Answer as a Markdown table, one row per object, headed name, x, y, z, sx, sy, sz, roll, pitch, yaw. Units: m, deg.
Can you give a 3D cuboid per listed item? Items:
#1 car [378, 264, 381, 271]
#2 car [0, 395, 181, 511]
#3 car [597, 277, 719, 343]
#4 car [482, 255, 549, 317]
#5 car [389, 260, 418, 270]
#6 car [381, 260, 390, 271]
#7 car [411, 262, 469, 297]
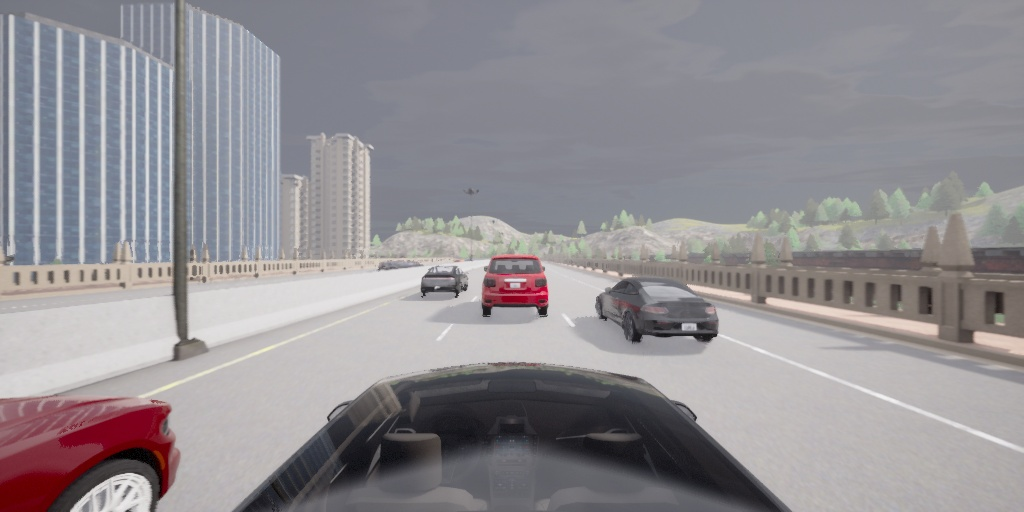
| name | x | y | z | sx | sy | sz | roll | pitch | yaw |
| --- | --- | --- | --- | --- | --- | --- | --- | --- | --- |
| car | -17.233 | 1.317 | 50.409 | 1.994 | 1.385 | 4.181 | 0 | 0 | 2 |
| car | -3.400 | 1.228 | 0.577 | 1.882 | 1.535 | 5.008 | 0 | 0 | 0 |
| car | 3.600 | 1.276 | 9.580 | 1.812 | 1.442 | 4.674 | 0 | 0 | 0 |
| car | 0.099 | 0.972 | 13.403 | 2.150 | 2.045 | 5.566 | 0 | 0 | 0 |
| car | -10.543 | 1.299 | 37.169 | 2.033 | 1.411 | 5.357 | 0 | 0 | 1 |
| car | -13.912 | 1.317 | 43.920 | 1.994 | 1.385 | 4.181 | 0 | 0 | 2 |
| car | -3.401 | 1.243 | 18.721 | 2.128 | 1.511 | 4.902 | 0 | 0 | 0 |
